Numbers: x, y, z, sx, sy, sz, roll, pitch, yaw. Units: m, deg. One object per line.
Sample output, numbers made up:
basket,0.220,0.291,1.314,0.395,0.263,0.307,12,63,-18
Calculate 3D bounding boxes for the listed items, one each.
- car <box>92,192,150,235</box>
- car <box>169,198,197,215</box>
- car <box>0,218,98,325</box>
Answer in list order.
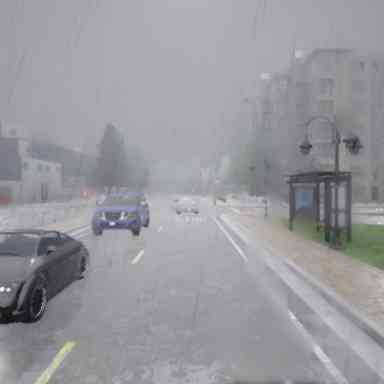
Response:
car,-3.581,1.047,17.766,2.150,2.045,5.566,0,1,0
car,-0.820,1.226,30.303,1.812,1.442,4.674,0,1,-15
car,-3.604,1.496,6.905,1.994,1.385,4.181,0,1,0
